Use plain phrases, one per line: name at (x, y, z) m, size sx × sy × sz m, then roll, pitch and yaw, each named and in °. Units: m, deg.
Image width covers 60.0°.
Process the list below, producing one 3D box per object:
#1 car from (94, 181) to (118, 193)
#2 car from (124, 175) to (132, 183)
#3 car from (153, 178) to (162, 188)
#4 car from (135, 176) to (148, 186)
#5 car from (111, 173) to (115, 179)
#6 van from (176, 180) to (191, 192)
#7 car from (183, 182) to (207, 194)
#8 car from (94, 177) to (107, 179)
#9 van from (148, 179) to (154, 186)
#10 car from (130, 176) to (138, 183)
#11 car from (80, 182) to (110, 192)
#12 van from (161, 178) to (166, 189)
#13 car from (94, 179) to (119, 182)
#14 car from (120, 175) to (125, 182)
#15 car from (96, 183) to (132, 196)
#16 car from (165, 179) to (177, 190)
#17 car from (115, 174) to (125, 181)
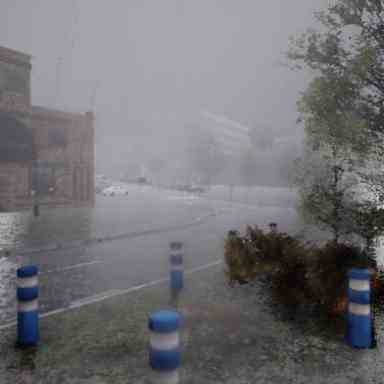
car at (-13.435, -0.416, 53.423) m, size 2.163 × 1.488 × 4.792 m, roll 4°, pitch 6°, yaw 34°
car at (-13.722, -3.077, 84.534) m, size 2.435 × 2.045 × 5.566 m, roll 5°, pitch 5°, yaw 36°
car at (-5.421, -1.689, 72.047) m, size 2.185 × 1.767 × 4.553 m, roll 5°, pitch 5°, yaw 36°
car at (-10.379, -2.320, 79.560) m, size 2.231 × 1.521 × 4.892 m, roll 6°, pitch 5°, yaw 36°
car at (-18.964, -3.578, 91.763) m, size 1.946 × 1.575 × 5.366 m, roll 6°, pitch 5°, yaw 35°
van at (-0.381, -1.037, 64.679) m, size 1.878 × 1.987 × 4.442 m, roll 5°, pitch 5°, yaw 36°
car at (1.185, -0.557, 62.105) m, size 2.097 × 1.535 × 5.008 m, roll 5°, pitch 5°, yaw 36°
car at (-18.538, -1.306, 60.595) m, size 2.185 × 1.767 × 4.553 m, roll 5°, pitch 6°, yaw 35°
van at (-6.985, -2.045, 74.655) m, size 1.878 × 1.987 × 4.442 m, roll 5°, pitch 5°, yaw 36°
car at (-12.049, -2.545, 82.067) m, size 2.163 × 1.488 × 4.792 m, roll 5°, pitch 5°, yaw 36°
car at (-16.874, -0.903, 58.163) m, size 2.163 × 1.488 × 4.792 m, roll 5°, pitch 6°, yaw 35°
van at (-3.811, -1.533, 69.473) m, size 1.878 × 1.987 × 4.442 m, roll 6°, pitch 5°, yaw 36°
car at (-15.131, -0.815, 55.803) m, size 2.185 × 1.767 × 4.553 m, roll 5°, pitch 6°, yaw 34°
car at (-15.449, -3.078, 87.005) m, size 2.231 × 1.521 × 4.892 m, roll 5°, pitch 5°, yaw 35°
car at (-11.744, -0.158, 51.004) m, size 2.002 × 1.452 × 4.674 m, roll 4°, pitch 6°, yaw 34°
car at (-2.109, -1.309, 67.048) m, size 2.435 × 2.045 × 5.566 m, roll 6°, pitch 5°, yaw 36°
car at (-17.124, -3.581, 89.474) m, size 2.435 × 2.045 × 5.566 m, roll 5°, pitch 5°, yaw 35°
